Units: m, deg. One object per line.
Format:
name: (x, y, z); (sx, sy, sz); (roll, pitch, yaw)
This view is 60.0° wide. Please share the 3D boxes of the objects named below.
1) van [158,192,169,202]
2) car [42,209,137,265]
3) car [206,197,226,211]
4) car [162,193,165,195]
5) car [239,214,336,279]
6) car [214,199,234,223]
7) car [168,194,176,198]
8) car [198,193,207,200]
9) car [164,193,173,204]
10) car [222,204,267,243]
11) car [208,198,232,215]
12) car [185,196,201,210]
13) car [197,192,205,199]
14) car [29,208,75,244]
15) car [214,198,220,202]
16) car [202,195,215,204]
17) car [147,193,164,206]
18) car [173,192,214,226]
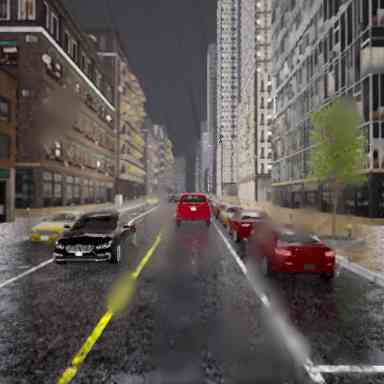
van: (-5.705, 1.010, 66.683); (1.690, 1.788, 3.998); (1, 0, 0)
car: (-3.107, 1.442, 11.554); (1.837, 1.490, 4.892); (0, 0, 0)
car: (2.653, 1.345, 38.078); (1.887, 1.381, 4.507); (1, 0, 0)
car: (-5.704, 1.134, 60.985); (1.967, 1.590, 4.097); (1, 0, 0)
car: (2.666, 1.530, 9.589); (1.802, 1.307, 4.206); (1, 0, 0)
car: (2.662, 1.412, 21.156); (1.752, 1.417, 4.829); (1, 0, 0)
car: (-5.724, 1.138, 95.170); (1.802, 1.307, 4.206); (1, 0, 0)
car: (2.632, 1.039, 83.663); (1.967, 1.590, 4.097); (1, 0, 0)
car: (-3.086, 1.225, 54.955); (1.837, 1.490, 4.892); (0, 0, 0)
car: (2.665, 1.463, 15.287); (1.887, 1.381, 4.507); (1, 0, 0)
car: (2.656, 1.379, 32.381); (2.008, 1.369, 4.403); (1, 0, 0)
car: (0.079, 1.291, 41.010); (1.837, 1.490, 4.892); (0, 1, 0)
car: (2.628, 0.872, 95.060); (2.192, 1.841, 5.009); (1, 0, 0)
car: (-5.682, 1.443, 15.237); (1.752, 1.417, 4.829); (1, 0, 0)
car: (2.658, 1.403, 26.684); (1.887, 1.381, 4.507); (1, 0, 0)
car: (2.644, 1.265, 55.172); (1.887, 1.381, 4.507); (1, 0, 0)
car: (-5.700, 1.271, 49.421); (1.752, 1.417, 4.829); (1, 0, 0)
car: (0.089, 1.101, 22.381); (2.150, 2.045, 5.566); (0, 0, 0)
